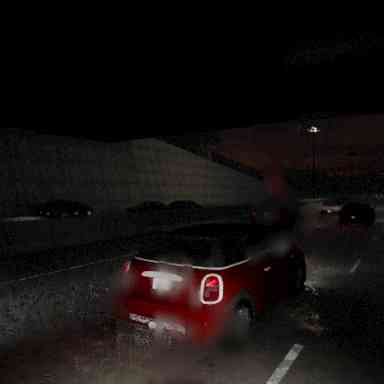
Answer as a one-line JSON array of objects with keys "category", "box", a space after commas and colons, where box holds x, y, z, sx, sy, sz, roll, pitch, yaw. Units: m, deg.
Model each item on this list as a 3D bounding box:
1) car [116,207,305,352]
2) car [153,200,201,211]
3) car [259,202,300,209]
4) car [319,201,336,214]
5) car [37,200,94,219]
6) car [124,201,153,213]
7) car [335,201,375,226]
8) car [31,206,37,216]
[{"category": "car", "box": [0.714, 1.352, 6.576, 2.097, 1.767, 4.553, 0, 0, 33]}, {"category": "car", "box": [-1.008, 1.505, 30.016, 1.837, 1.490, 4.892, 0, 0, 33]}, {"category": "car", "box": [5.298, 1.352, 20.076, 2.097, 1.767, 4.553, 0, 0, 33]}, {"category": "car", "box": [14.742, 1.601, 34.654, 1.895, 1.301, 4.718, 0, 0, 33]}, {"category": "car", "box": [-10.458, 1.564, 28.310, 1.994, 1.385, 4.181, 0, 0, 33]}, {"category": "car", "box": [-4.007, 1.547, 31.828, 2.033, 1.411, 5.357, 0, 0, 33]}, {"category": "car", "box": [11.895, 1.477, 23.822, 1.882, 1.535, 5.008, 0, 0, 33]}, {"category": "car", "box": [-12.642, 1.505, 31.376, 1.837, 1.490, 4.892, 0, 0, 33]}]
